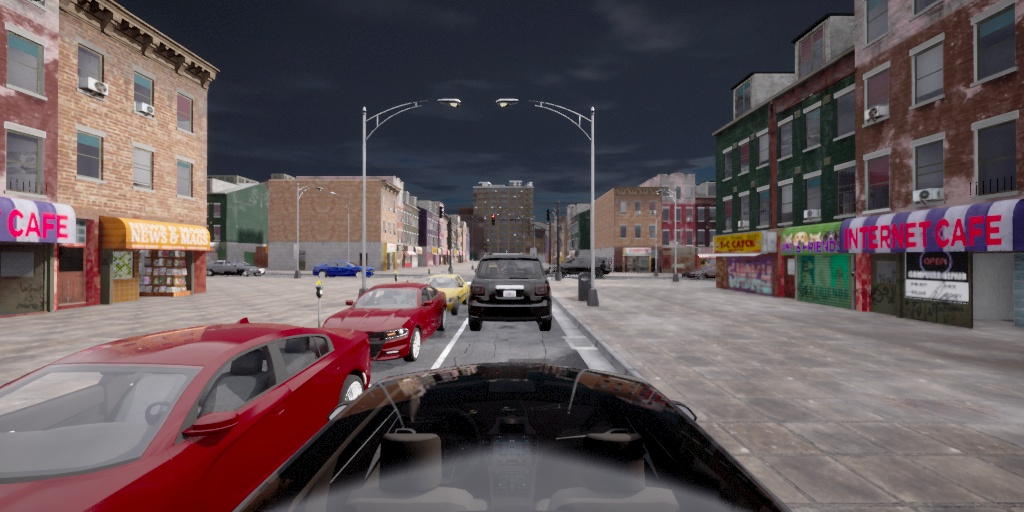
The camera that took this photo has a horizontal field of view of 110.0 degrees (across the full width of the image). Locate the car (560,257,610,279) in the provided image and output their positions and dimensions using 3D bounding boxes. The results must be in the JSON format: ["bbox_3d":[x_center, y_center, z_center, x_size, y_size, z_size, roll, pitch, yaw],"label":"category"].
[{"bbox_3d":[6.463,1.092,34.167,5.566,2.045,2.150,1,0,4],"label":"car"}]

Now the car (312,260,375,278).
[{"bbox_3d":[-14.385,1.156,30.837,5.008,1.535,1.882,0,0,-2],"label":"car"}]

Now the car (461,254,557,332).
[{"bbox_3d":[-0.028,0.976,11.074,2.150,2.045,5.566,0,0,1],"label":"car"}]

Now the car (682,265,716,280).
[{"bbox_3d":[19.102,1.587,33.962,5.357,1.411,2.033,1,0,0],"label":"car"}]

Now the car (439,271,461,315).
[{"bbox_3d":[-2.637,1.283,13.579,1.751,1.417,4.829,0,0,0],"label":"car"}]

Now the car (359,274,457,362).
[{"bbox_3d":[-2.637,1.298,8.255,1.888,1.381,4.507,0,0,0],"label":"car"}]

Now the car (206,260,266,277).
[{"bbox_3d":[-23.883,1.102,30.792,4.902,1.511,2.128,0,0,0],"label":"car"}]

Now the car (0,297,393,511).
[{"bbox_3d":[-2.637,1.295,2.761,1.888,1.381,4.507,0,0,0],"label":"car"}]
